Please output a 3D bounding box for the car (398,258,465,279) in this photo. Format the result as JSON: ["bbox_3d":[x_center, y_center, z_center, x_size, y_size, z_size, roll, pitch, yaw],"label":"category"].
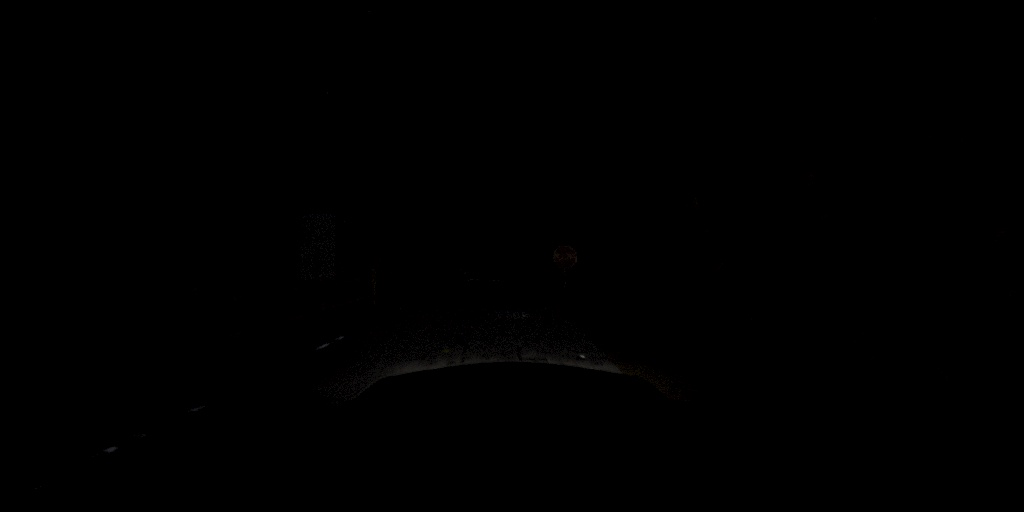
[{"bbox_3d":[-5.956,0.906,26.828,4.902,1.511,2.128,2,-3,0],"label":"car"}]

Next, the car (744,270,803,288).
[{"bbox_3d":[20.040,1.821,26.759,4.892,1.490,1.837,2,-3,0],"label":"car"}]
